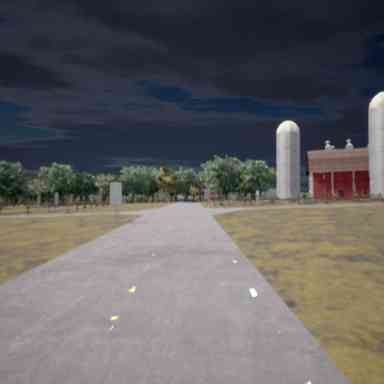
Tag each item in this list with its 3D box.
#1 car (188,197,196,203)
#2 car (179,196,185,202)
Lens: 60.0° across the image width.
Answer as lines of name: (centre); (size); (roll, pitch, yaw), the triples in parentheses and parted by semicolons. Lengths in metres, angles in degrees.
car: (-0.005, 2.161, 86.783); (1.837, 1.490, 4.892); (0, -1, 0)
car: (-2.755, 1.926, 92.231); (2.033, 1.411, 5.357); (0, -1, 0)
